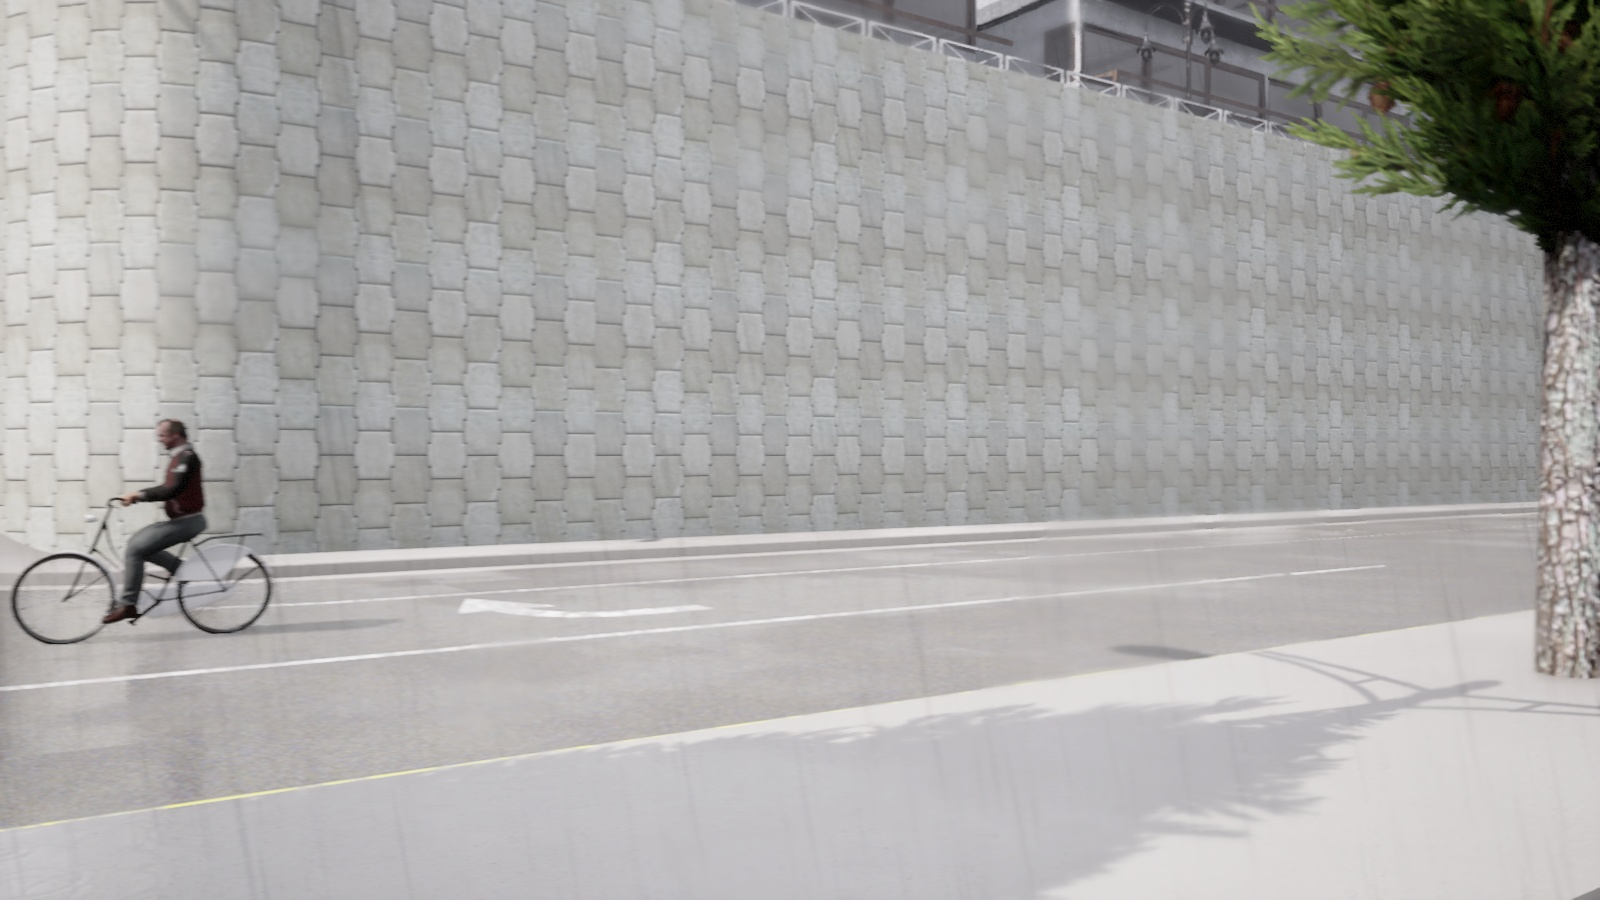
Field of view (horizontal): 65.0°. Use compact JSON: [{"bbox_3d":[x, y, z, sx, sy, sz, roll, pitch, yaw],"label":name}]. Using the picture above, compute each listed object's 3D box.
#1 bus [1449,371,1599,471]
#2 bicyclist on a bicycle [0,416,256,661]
[{"bbox_3d":[36.453,-1.298,58.355,3.944,4.253,10.273,1,4,-35],"label":"bus"},{"bbox_3d":[-5.303,0.650,9.835,1.843,1.776,0.659,0,-1,-31],"label":"bicyclist on a bicycle"}]
